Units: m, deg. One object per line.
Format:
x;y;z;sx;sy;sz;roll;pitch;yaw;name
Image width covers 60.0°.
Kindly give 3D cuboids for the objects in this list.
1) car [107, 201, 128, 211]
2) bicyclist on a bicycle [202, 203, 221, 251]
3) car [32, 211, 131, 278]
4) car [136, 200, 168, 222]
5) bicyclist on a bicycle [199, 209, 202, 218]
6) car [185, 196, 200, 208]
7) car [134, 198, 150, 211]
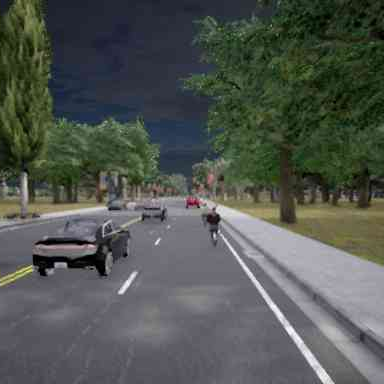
-9.822;1.853;44.472;2.033;1.411;5.357;0;0;0;car
0.898;1.466;13.725;0.659;1.776;1.843;0;0;0;bicyclist on a bicycle
-3.147;1.564;10.413;2.128;1.511;4.902;0;0;0;car
-3.141;1.688;28.616;2.128;1.511;4.902;0;0;0;car
0.921;1.596;23.150;0.866;1.612;1.509;0;0;0;bicyclist on a bicycle
0.118;1.598;54.666;2.150;2.045;5.566;0;0;0;car
-6.566;1.664;45.484;2.097;1.767;4.553;0;0;0;car
